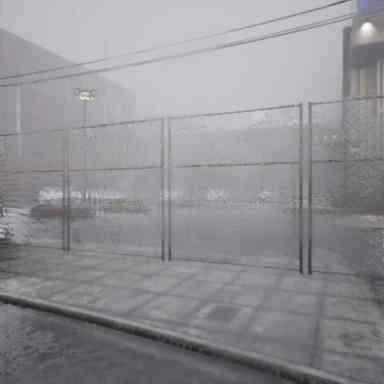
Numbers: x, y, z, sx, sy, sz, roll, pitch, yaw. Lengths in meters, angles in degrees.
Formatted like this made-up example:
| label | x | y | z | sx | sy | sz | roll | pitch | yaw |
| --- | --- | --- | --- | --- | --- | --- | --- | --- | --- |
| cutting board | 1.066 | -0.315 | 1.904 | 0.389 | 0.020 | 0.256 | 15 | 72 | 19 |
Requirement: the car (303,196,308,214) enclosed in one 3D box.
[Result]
| label | x | y | z | sx | sy | sz | roll | pitch | yaw |
| --- | --- | --- | --- | --- | --- | --- | --- | --- | --- |
| car | 9.869 | 1.341 | 28.885 | 4.674 | 1.452 | 2.002 | 0 | 0 | 24 |

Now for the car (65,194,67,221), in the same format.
| label | x | y | z | sx | sy | sz | roll | pitch | yaw |
| --- | --- | --- | --- | --- | --- | --- | --- | --- | --- |
| car | -10.083 | 1.214 | 25.276 | 4.553 | 1.767 | 2.185 | 0 | 0 | 24 |

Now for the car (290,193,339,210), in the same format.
| label | x | y | z | sx | sy | sz | roll | pitch | yaw |
| --- | --- | --- | --- | --- | --- | --- | --- | --- | --- |
| car | 15.236 | 1.115 | 41.272 | 5.566 | 2.045 | 2.435 | 0 | 0 | 24 |

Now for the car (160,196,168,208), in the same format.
| label | x | y | z | sx | sy | sz | roll | pitch | yaw |
| --- | --- | --- | --- | --- | --- | --- | --- | --- | --- |
| car | -2.880 | 1.487 | 41.883 | 4.718 | 1.301 | 1.895 | 0 | 0 | 24 |

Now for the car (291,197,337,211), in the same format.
| label | x | y | z | sx | sy | sz | roll | pitch | yaw |
| --- | --- | --- | --- | --- | --- | --- | --- | --- | --- |
| car | 13.989 | 1.294 | 38.003 | 4.786 | 1.482 | 2.161 | 0 | 0 | 24 |
